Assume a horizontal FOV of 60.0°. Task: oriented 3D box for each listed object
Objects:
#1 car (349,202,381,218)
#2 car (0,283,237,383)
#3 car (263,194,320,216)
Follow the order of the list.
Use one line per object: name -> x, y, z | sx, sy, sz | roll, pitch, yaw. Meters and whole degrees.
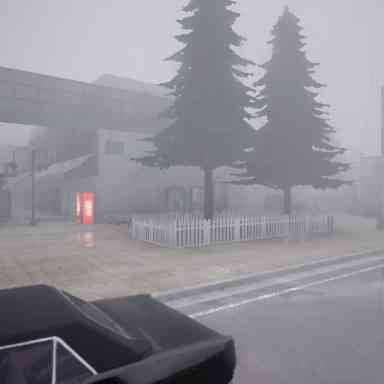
car -> 15.672, 1.532, 27.186 | 2.033, 1.411, 5.357 | 0, 0, -28
car -> -1.975, 1.601, 2.585 | 4.718, 1.301, 1.895 | 0, 0, -35
car -> 9.172, 1.206, 31.157 | 2.150, 2.045, 5.566 | 0, 0, -34
